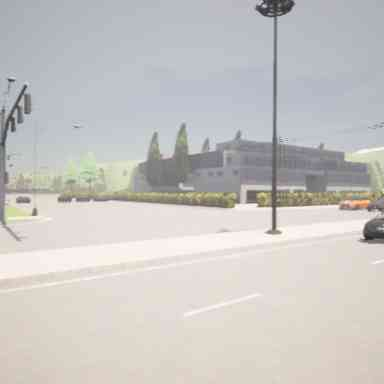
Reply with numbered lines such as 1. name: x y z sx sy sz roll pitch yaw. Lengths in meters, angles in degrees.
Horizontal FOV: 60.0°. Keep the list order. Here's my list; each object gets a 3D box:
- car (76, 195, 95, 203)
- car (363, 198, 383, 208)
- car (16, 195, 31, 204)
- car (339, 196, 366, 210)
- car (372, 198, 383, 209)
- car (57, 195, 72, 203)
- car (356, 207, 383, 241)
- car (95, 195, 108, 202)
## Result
1. car: -21.158 1.239 64.568 2.128 1.511 4.902 0 0 -34
2. car: 22.306 1.579 38.738 4.181 1.385 1.994 0 0 -35
3. car: -29.455 1.286 58.095 1.994 1.385 4.181 0 0 -34
4. car: 20.448 1.351 41.707 4.553 1.767 2.097 0 0 -35
5. car: 27.299 1.585 46.444 4.181 1.385 1.994 0 0 -35
6. car: -23.813 1.245 62.243 1.837 1.490 4.892 0 0 -34
7. car: 9.861 1.573 15.655 4.181 1.385 1.994 0 0 -37
8. car: -18.352 1.313 66.666 1.994 1.385 4.181 0 0 -34
